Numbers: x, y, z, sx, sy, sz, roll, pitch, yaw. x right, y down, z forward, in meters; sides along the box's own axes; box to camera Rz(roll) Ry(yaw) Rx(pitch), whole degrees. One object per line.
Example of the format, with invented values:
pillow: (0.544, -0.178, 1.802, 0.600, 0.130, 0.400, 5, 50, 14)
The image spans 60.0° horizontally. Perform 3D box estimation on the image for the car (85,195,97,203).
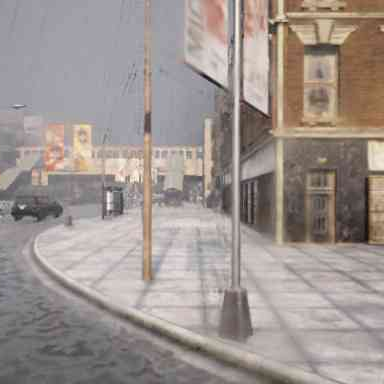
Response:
car: (-22.981, 1.440, 75.863, 1.882, 1.535, 5.008, 0, 0, 1)

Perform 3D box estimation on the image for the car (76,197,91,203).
car: (-26.029, 1.951, 79.886, 1.895, 1.301, 4.718, 0, 0, 1)

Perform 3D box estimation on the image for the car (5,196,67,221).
car: (-13.059, 1.330, 28.328, 2.150, 2.045, 5.566, 0, 0, 0)

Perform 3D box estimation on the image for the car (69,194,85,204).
car: (-26.092, 1.540, 72.492, 2.435, 2.045, 5.566, 0, 0, 1)

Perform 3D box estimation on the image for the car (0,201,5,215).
car: (-20.173, 1.640, 35.289, 1.812, 1.442, 4.674, 0, 0, 1)

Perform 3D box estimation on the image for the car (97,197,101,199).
car: (-19.483, 1.575, 75.757, 1.895, 1.301, 4.718, 0, 0, 1)

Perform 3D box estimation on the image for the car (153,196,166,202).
car: (-9.132, 1.992, 90.863, 2.231, 1.521, 4.892, 0, 0, 11)
